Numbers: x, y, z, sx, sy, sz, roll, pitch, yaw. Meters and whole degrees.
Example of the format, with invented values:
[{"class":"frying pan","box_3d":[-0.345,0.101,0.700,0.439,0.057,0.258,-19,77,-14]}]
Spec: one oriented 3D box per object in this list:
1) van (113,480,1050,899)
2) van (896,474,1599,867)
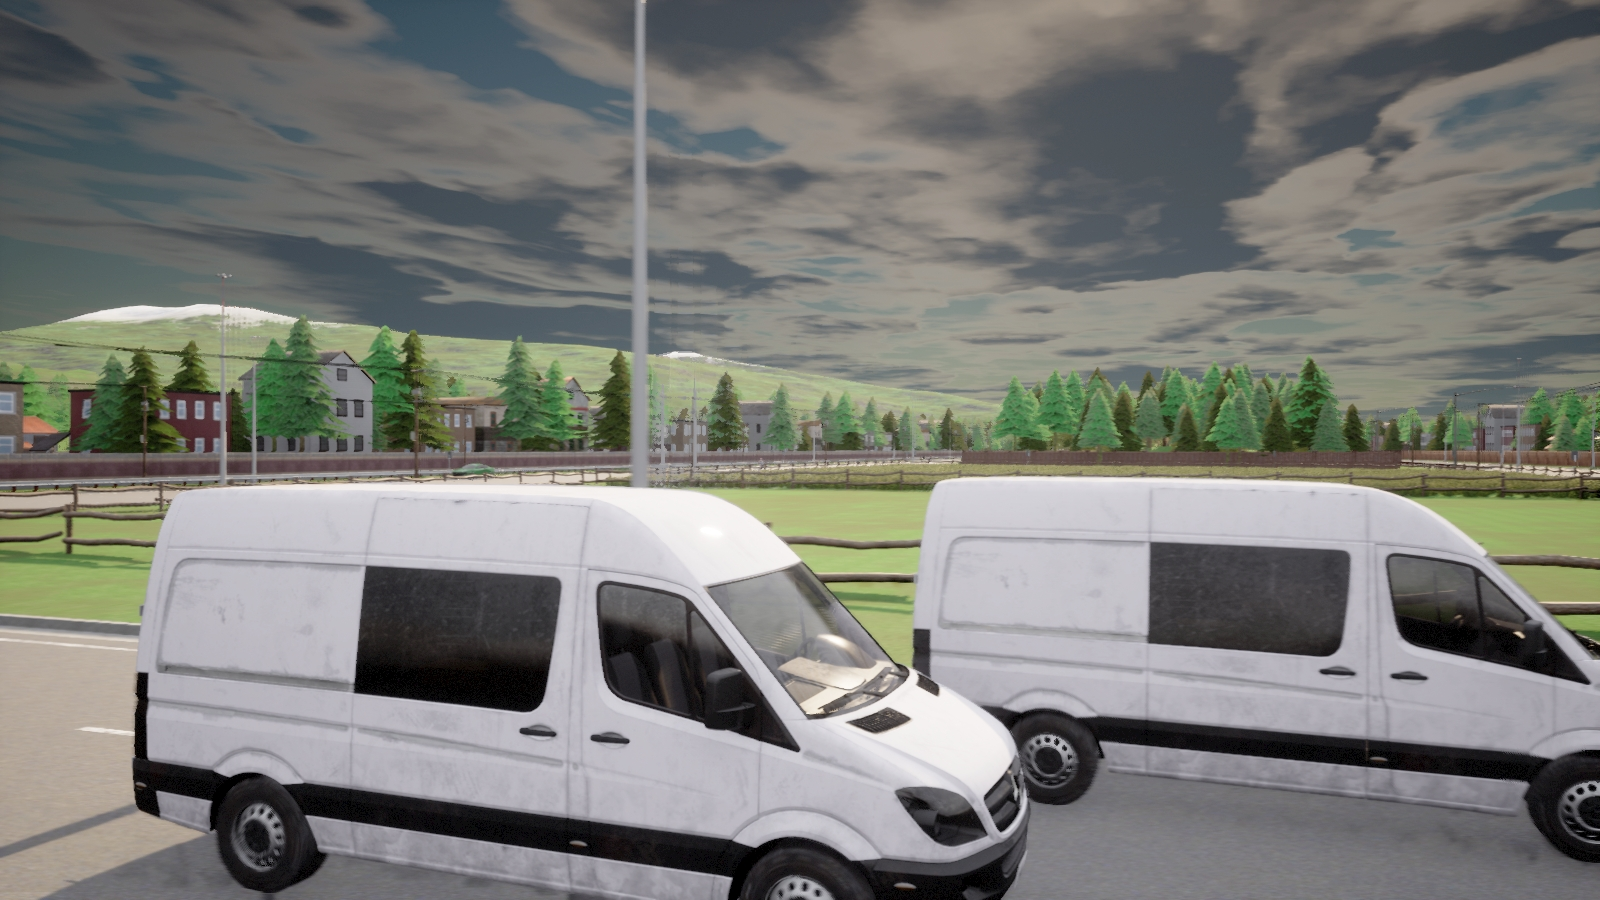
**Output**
[{"class":"van","box_3d":[-1.477,1.534,7.572,5.915,2.561,1.988,0,0,20]},{"class":"van","box_3d":[3.917,1.533,9.334,5.915,2.561,1.988,0,0,20]}]
